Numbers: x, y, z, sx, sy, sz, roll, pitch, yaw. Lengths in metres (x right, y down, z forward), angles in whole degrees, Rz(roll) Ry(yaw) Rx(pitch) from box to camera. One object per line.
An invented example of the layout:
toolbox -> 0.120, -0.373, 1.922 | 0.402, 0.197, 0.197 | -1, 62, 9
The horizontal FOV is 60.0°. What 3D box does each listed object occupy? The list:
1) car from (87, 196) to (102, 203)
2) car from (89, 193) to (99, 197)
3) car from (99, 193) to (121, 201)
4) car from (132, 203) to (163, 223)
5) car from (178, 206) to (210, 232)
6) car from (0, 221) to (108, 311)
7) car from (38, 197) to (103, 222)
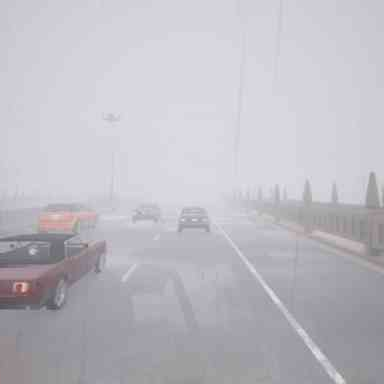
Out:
car -> -20.938, 1.556, 71.313 | 1.994, 1.385, 4.181 | 0, 0, 0
car -> -17.493, 1.224, 61.324 | 2.150, 2.045, 5.566 | 0, 0, 0
car -> -14.009, 1.225, 58.414 | 2.150, 2.045, 5.566 | 0, 0, 1
car -> -3.390, 1.549, 25.844 | 2.033, 1.411, 5.357 | 0, 0, 0
car -> 0.108, 1.548, 20.253 | 2.033, 1.411, 5.357 | 0, 0, 0
car -> -3.397, 1.601, 7.719 | 1.895, 1.301, 4.718 | 0, 0, 0
car -> -6.892, 1.353, 18.950 | 2.097, 1.767, 4.553 | 0, 0, 0
